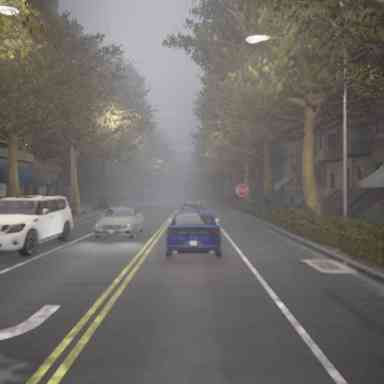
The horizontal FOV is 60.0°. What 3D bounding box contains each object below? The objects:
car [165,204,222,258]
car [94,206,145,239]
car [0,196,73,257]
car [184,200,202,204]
[{"bbox_3d":[0.064,1.436,12.715,1.882,1.535,5.008,0,0,0],"label":"car"},{"bbox_3d":[-3.575,1.470,17.065,1.812,1.442,4.674,0,0,0],"label":"car"},{"bbox_3d":[-6.555,1.186,13.174,2.435,2.045,5.566,0,0,0],"label":"car"},{"bbox_3d":[0.059,1.402,27.281,2.128,1.511,4.902,0,0,0],"label":"car"}]
